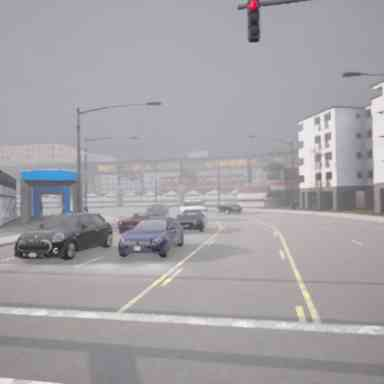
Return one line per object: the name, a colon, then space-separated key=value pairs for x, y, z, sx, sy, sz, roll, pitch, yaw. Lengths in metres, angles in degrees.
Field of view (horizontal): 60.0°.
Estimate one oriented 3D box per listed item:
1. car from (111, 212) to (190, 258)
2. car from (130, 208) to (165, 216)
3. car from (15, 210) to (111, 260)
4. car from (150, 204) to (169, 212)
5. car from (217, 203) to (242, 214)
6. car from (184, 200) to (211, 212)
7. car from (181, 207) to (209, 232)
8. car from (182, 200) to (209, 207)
car: x=-1.551 y=1.821 z=14.404 sx=1.812 sy=1.442 sz=4.674 roll=-1 pitch=-1 yaw=11
car: x=-3.480 y=2.072 z=22.962 sx=1.895 sy=1.301 sz=4.718 roll=-1 pitch=-1 yaw=8
car: x=-5.207 y=1.708 z=14.147 sx=2.097 sy=1.767 sz=4.553 roll=-1 pitch=-1 yaw=14
car: x=-3.354 y=1.988 z=33.075 sx=2.097 sy=1.767 sz=4.553 roll=-1 pitch=-1 yaw=-8
car: x=4.981 y=2.171 z=44.568 sx=2.128 sy=1.511 sz=4.902 roll=-1 pitch=-1 yaw=-19
car: x=0.848 y=2.259 z=53.939 sx=2.097 sy=1.767 sz=4.553 roll=0 pitch=-1 yaw=-32
car: x=-0.023 y=1.975 z=22.974 sx=1.994 sy=1.385 sz=4.181 roll=-1 pitch=-1 yaw=8
car: x=0.138 y=1.805 z=33.566 sx=2.150 sy=2.045 sz=5.566 roll=-1 pitch=-1 yaw=-7
